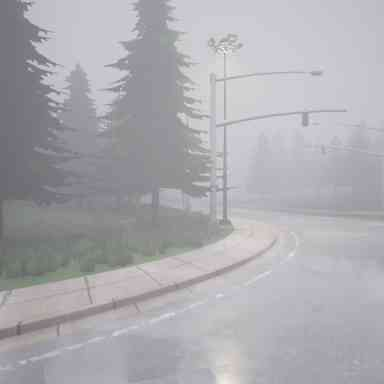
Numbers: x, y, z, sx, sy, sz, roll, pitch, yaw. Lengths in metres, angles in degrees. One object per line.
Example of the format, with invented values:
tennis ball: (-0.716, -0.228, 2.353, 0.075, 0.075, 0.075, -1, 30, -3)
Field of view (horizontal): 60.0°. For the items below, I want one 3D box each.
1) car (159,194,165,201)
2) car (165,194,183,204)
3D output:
car: (-7.033, 1.186, 75.158, 2.150, 2.045, 5.566, 0, 0, -21)
car: (-3.165, 1.547, 65.415, 2.033, 1.411, 5.357, 0, 0, -21)
